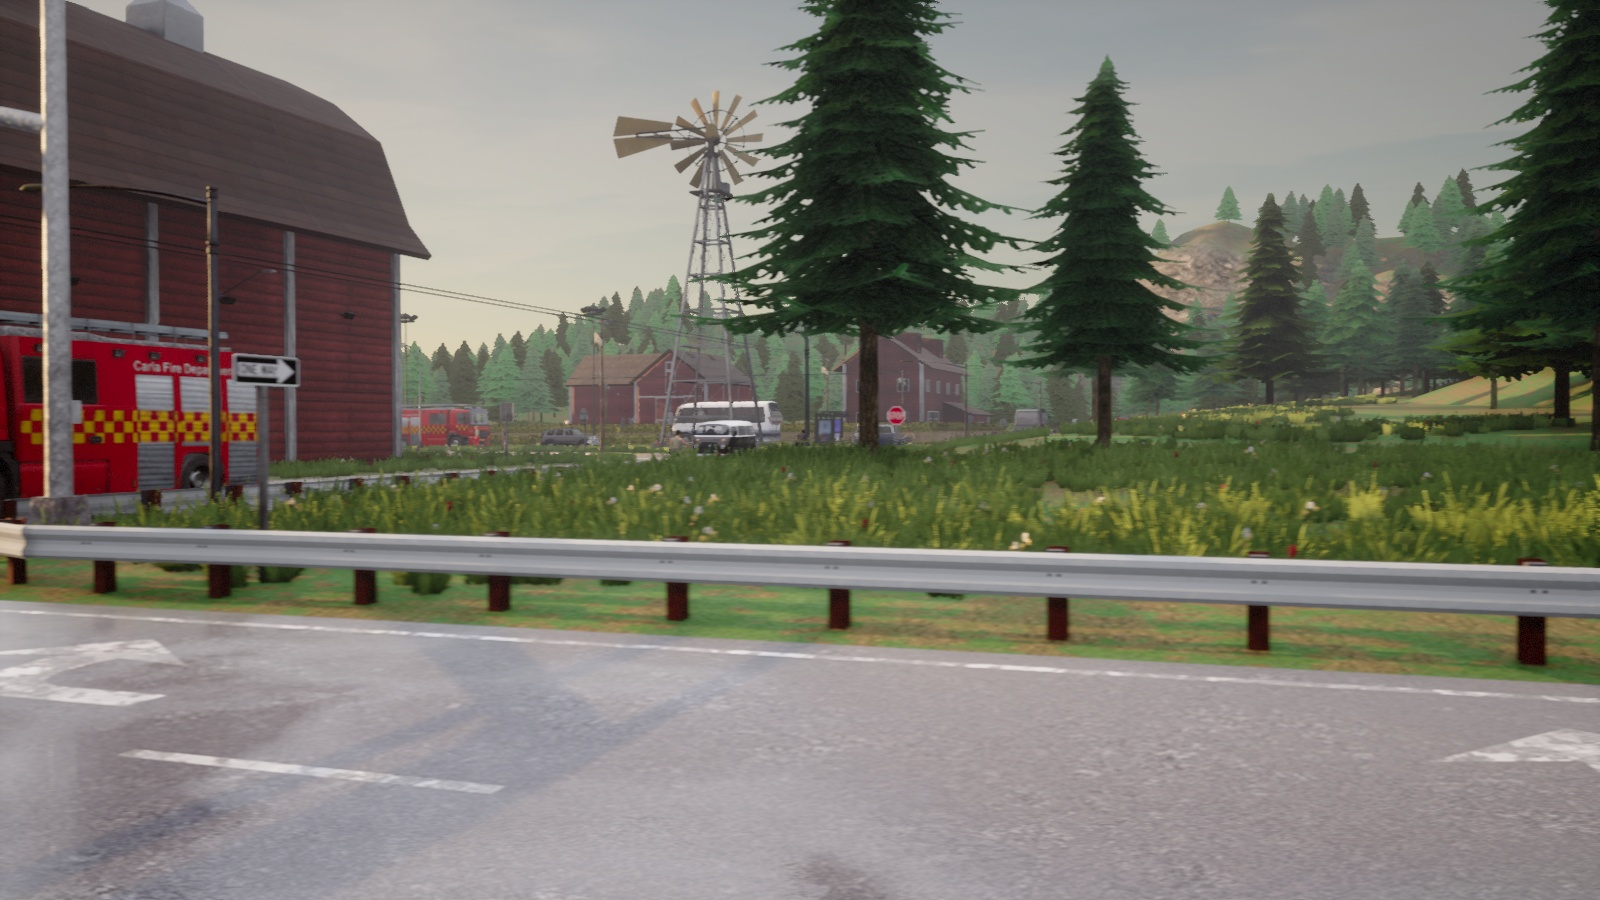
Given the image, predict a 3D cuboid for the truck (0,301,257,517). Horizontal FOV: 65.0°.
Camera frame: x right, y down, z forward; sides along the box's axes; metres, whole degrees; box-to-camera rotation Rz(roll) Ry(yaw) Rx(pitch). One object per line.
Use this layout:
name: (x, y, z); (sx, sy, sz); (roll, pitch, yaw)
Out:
truck: (-14.903, -0.760, 24.527); (2.891, 3.827, 8.468); (1, 1, 20)

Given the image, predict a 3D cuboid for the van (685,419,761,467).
van: (-3.443, -0.346, 56.812); (2.069, 2.038, 4.480); (1, 1, 16)

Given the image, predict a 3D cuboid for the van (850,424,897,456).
van: (4.663, -0.647, 79.375); (1.775, 1.987, 4.442); (1, 1, 20)
